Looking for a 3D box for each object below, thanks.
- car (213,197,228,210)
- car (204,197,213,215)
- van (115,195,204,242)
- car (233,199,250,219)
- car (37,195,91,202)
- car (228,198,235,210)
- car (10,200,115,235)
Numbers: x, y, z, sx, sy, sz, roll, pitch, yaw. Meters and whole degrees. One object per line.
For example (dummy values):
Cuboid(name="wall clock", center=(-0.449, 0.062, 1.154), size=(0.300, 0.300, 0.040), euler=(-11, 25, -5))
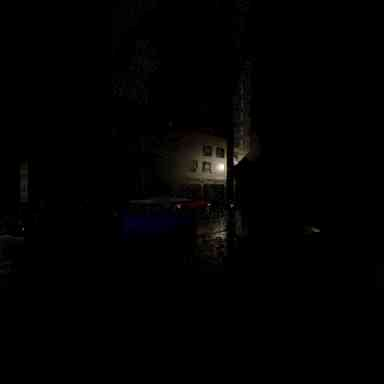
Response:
Cuboid(name="car", center=(1.474, 1.161, 34.104), size=(1.947, 1.339, 4.313), euler=(1, 2, 36))
Cuboid(name="car", center=(-0.607, 1.057, 26.617), size=(2.097, 1.767, 4.553), euler=(1, 1, 36))
Cuboid(name="van", center=(-1.366, 1.205, 15.452), size=(1.690, 1.788, 3.998), euler=(1, 1, 36))
Cuboid(name="car", center=(5.151, 1.277, 24.584), size=(2.008, 1.369, 4.403), euler=(1, 1, 36))
Cuboid(name="car", center=(-8.303, 1.118, 20.405), size=(2.192, 1.841, 5.009), euler=(1, 2, 36))
Cuboid(name="car", center=(5.396, 1.069, 35.010), size=(2.128, 1.511, 4.902), euler=(1, 1, 36))
Cuboid(name="car", center=(-6.592, 1.379, 18.237), size=(2.033, 1.411, 5.357), euler=(1, 1, 36))
